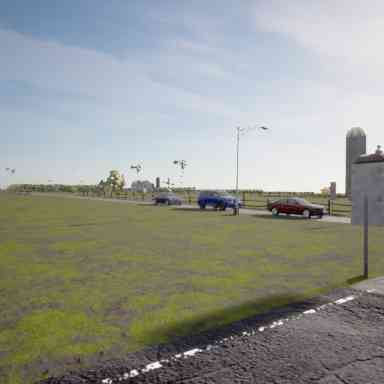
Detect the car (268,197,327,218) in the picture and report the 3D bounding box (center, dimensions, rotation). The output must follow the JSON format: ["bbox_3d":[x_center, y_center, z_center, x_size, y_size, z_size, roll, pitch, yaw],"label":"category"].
[{"bbox_3d":[8.546,1.234,27.282,1.882,1.535,5.008,1,0,-36],"label":"car"}]

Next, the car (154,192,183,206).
[{"bbox_3d":[-3.104,0.827,43.314,2.097,1.767,4.553,1,0,-36],"label":"car"}]

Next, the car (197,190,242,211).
[{"bbox_3d":[2.797,0.838,35.195,2.150,2.045,5.566,1,0,-36],"label":"car"}]
